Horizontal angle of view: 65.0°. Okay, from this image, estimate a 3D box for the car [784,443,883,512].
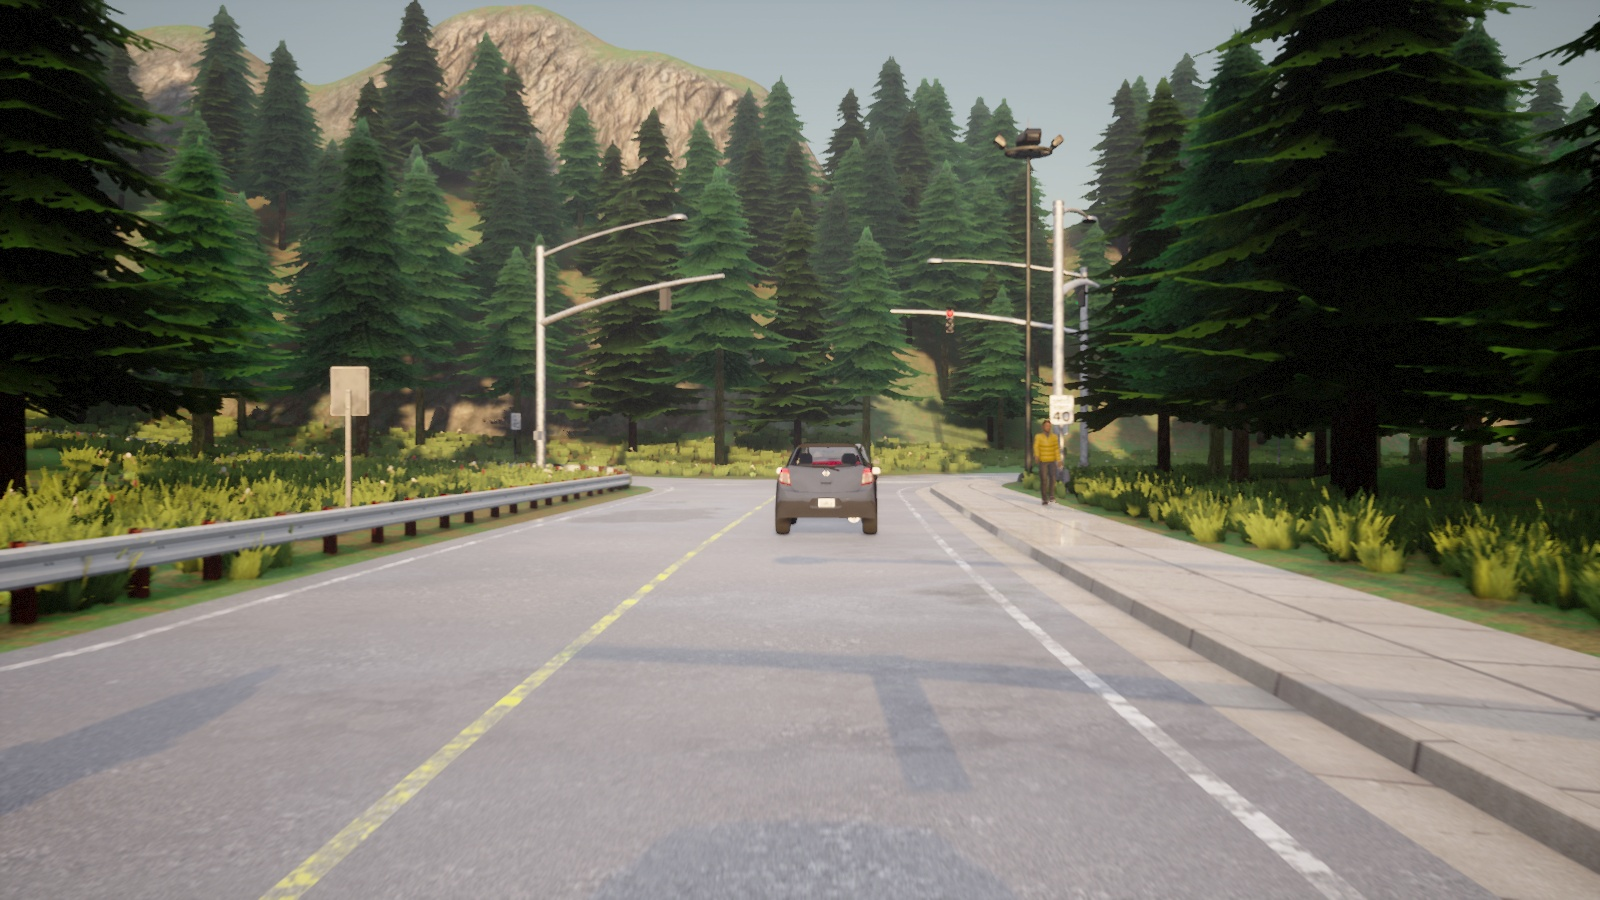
[{"bbox_3d":[0.837,0.579,29.717,2.163,1.488,4.792,0,0,3],"label":"car"}]

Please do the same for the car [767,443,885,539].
[{"bbox_3d":[0.476,0.638,21.445,1.845,1.501,3.633,0,0,2],"label":"car"}]

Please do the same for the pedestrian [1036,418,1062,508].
[{"bbox_3d":[5.193,0.265,26.225,0.431,1.840,0.709,0,0,3],"label":"pedestrian"}]
